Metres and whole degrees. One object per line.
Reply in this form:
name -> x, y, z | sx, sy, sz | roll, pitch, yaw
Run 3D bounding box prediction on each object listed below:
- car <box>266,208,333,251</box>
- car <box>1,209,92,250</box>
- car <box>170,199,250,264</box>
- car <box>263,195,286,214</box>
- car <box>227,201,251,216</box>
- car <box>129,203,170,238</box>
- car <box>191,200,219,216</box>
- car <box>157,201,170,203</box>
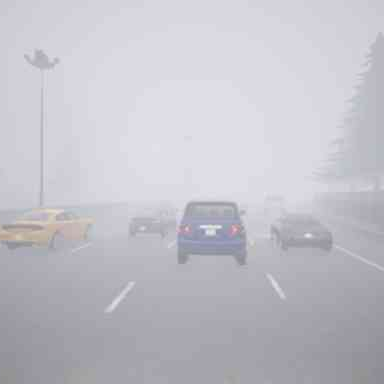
car -> 4.576, 1.609, 14.421 | 1.994, 1.385, 4.181 | 0, 0, 6
car -> -5.994, 1.481, 14.399 | 1.882, 1.535, 5.008 | 0, 0, 6
car -> 0.786, 1.247, 12.153 | 2.150, 2.045, 5.566 | 0, 0, 6
car -> 8.936, 1.323, 35.998 | 2.150, 2.045, 5.566 | 0, 0, 16
car -> 4.937, 1.684, 34.671 | 1.895, 1.301, 4.718 | 0, 0, 15
car -> -2.029, 1.551, 17.941 | 1.812, 1.442, 4.674 | 0, 0, 8
car -> 1.447, 1.635, 35.010 | 1.994, 1.385, 4.181 | 0, 0, 15
car -> -2.736, 1.614, 32.784 | 1.994, 1.385, 4.181 | 0, 0, 13
